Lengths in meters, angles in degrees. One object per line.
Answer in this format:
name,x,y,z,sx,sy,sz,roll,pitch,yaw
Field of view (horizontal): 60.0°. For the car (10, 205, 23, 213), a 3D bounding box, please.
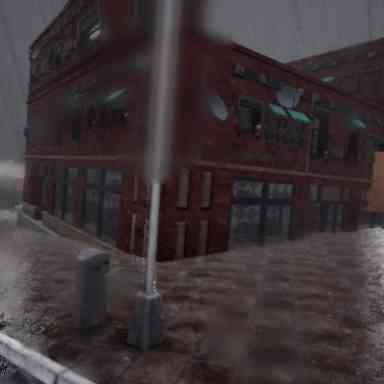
car,-31.785,3.182,61.491,1.812,1.442,4.674,4,-3,-5
